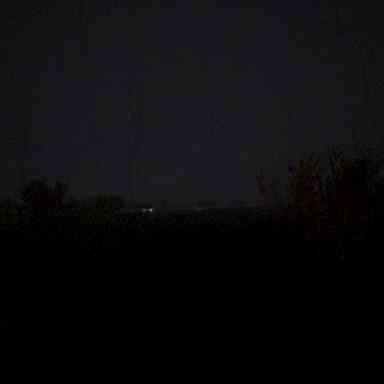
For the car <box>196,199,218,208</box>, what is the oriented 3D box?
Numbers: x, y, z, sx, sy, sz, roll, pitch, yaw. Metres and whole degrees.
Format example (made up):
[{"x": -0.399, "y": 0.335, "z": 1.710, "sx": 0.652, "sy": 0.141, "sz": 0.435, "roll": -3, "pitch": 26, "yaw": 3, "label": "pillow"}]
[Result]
[{"x": 2.645, "y": 1.949, "z": 57.982, "sx": 1.837, "sy": 1.490, "sz": 4.892, "roll": -1, "pitch": -1, "yaw": 36, "label": "car"}]

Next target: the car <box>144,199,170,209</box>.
[{"x": -5.490, "y": 1.903, "z": 52.851, "sx": 1.837, "sy": 1.490, "sz": 4.892, "roll": -1, "pitch": -1, "yaw": 36, "label": "car"}]

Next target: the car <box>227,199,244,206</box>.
[{"x": 8.571, "y": 2.084, "z": 66.296, "sx": 1.812, "sy": 1.442, "sz": 4.674, "roll": -1, "pitch": -1, "yaw": 36, "label": "car"}]

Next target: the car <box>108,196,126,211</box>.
[{"x": -11.418, "y": 1.509, "z": 44.621, "sx": 2.150, "sy": 2.045, "sz": 5.566, "roll": -1, "pitch": -1, "yaw": 36, "label": "car"}]
